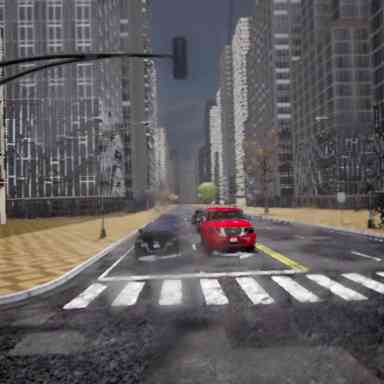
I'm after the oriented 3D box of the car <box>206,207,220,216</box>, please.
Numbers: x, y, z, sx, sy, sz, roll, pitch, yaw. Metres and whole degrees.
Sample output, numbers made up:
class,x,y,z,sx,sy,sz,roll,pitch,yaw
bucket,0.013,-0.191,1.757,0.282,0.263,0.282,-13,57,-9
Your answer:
class,x,y,z,sx,sy,sz,roll,pitch,yaw
car,3.677,3.414,59.441,1.994,1.385,4.181,-2,-2,-2

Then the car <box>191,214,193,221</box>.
class,x,y,z,sx,sy,sz,roll,pitch,yaw
car,1.001,2.713,36.926,1.837,1.490,4.892,-2,-2,-2

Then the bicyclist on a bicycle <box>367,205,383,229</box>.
class,x,y,z,sx,sy,sz,roll,pitch,yaw
bicyclist on a bicycle,12.336,1.658,22.014,1.656,1.620,0.582,-2,-2,-2

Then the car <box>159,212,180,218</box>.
class,x,y,z,sx,sy,sz,roll,pitch,yaw
car,-1.899,2.479,26.153,1.812,1.442,4.674,-2,-2,-2

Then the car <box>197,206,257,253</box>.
class,x,y,z,sx,sy,sz,roll,pitch,yaw
car,1.657,1.756,16.774,2.150,2.045,5.566,-2,-2,-2

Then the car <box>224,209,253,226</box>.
class,x,y,z,sx,sy,sz,roll,pitch,yaw
car,4.560,2.530,33.532,2.033,1.411,5.357,-2,-2,-2

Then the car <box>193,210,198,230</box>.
class,x,y,z,sx,sy,sz,roll,pitch,yaw
car,1.332,2.374,26.789,1.837,1.490,4.892,-2,-2,-2

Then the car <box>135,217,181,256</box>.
class,x,y,z,sx,sy,sz,roll,pitch,yaw
car,-1.561,2.181,16.103,1.994,1.385,4.181,-2,-2,-2

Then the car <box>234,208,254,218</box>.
class,x,y,z,sx,sy,sz,roll,pitch,yaw
car,7.255,2.929,46.899,1.895,1.301,4.718,-2,-2,-2

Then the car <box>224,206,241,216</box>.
class,x,y,z,sx,sy,sz,roll,pitch,yaw
car,6.917,3.153,56.861,2.128,1.511,4.902,-2,-2,-2

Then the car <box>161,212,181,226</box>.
class,x,y,z,sx,sy,sz,roll,pitch,yaw
car,-2.232,2.898,36.410,1.895,1.301,4.718,-2,-2,-2
